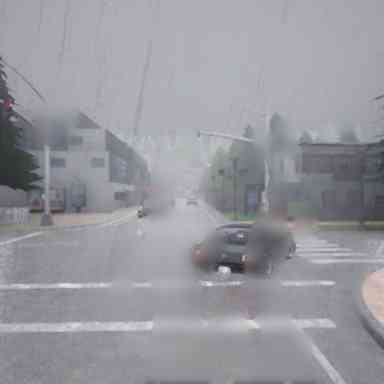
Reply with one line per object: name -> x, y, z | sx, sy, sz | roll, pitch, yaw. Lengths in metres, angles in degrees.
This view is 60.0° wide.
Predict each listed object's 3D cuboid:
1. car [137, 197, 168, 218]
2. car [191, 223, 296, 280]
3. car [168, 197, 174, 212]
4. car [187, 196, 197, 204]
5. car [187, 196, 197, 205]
car -> -3.599, 1.392, 30.057 | 2.097, 1.767, 4.553 | 0, 0, 0
car -> 1.811, 1.607, 10.106 | 1.895, 1.301, 4.718 | 0, 0, 27
car -> -3.595, 1.579, 40.292 | 1.812, 1.442, 4.674 | 0, 0, 0
car -> -0.001, 1.570, 69.540 | 1.882, 1.535, 5.008 | 0, 0, 0
car -> 0.002, 1.680, 59.504 | 1.895, 1.301, 4.718 | 0, 0, 0
